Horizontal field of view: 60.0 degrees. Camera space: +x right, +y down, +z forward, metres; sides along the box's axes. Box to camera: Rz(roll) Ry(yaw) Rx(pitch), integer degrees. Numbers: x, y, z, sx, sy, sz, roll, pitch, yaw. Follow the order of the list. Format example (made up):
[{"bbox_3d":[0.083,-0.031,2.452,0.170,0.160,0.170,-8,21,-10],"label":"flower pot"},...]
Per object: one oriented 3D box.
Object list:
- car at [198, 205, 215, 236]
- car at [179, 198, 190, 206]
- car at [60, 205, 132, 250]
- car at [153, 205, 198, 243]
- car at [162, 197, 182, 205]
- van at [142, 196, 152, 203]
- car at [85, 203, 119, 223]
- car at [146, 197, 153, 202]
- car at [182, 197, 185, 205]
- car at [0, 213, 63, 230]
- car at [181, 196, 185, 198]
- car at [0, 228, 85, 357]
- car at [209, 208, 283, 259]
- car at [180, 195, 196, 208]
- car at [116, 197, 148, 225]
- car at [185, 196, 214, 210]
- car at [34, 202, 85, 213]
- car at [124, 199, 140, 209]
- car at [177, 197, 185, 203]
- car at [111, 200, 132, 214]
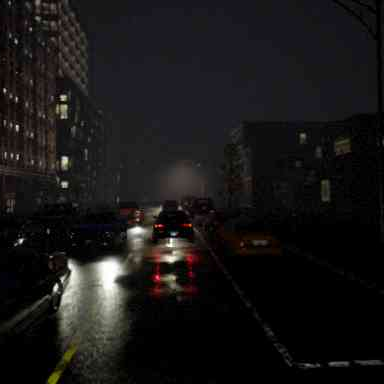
[{"bbox_3d":[1.566,1.607,17.849,1.802,1.307,4.206,-1,0,-4],"label":"car"},{"bbox_3d":[-1.437,1.781,62.042,1.947,1.339,4.313,-1,0,-4],"label":"car"},{"bbox_3d":[-4.046,1.580,14.904,1.882,1.535,5.008,-1,0,-4],"label":"car"},{"bbox_3d":[-0.933,1.585,16.287,1.812,1.442,4.674,-1,0,-4],"label":"car"},{"bbox_3d":[-2.501,1.630,39.025,1.882,1.535,5.008,-1,0,-4],"label":"car"},{"bbox_3d":[-10.926,1.760,78.050,1.690,1.788,3.998,-1,0,-4],"label":"van"},{"bbox_3d":[-7.545,1.740,28.331,1.887,1.381,4.507,-1,0,-4],"label":"car"},{"bbox_3d":[-12.048,2.084,94.621,1.802,1.307,4.206,-1,0,-4],"label":"car"},{"bbox_3d":[0.052,1.643,40.116,1.752,1.417,4.829,-1,0,-4],"label":"car"},{"bbox_3d":[-6.419,1.680,11.758,2.008,1.369,4.403,-1,0,-4],"label":"car"},{"bbox_3d":[-0.314,1.456,45.472,2.192,1.841,5.009,-1,0,-4],"label":"car"},{"bbox_3d":[-3.364,1.612,4.947,2.033,1.411,5.357,-1,0,-4],"label":"car"},{"bbox_3d":[1.929,1.530,12.494,1.752,1.417,4.829,-1,0,-4],"label":"car"},{"bbox_3d":[-0.689,1.481,50.995,2.192,1.841,5.009,-1,0,-4],"label":"car"},{"bbox_3d":[-4.723,1.495,25.094,2.097,1.767,4.553,-1,0,-4],"label":"car"},{"bbox_3d":[0.812,1.385,28.898,2.192,1.841,5.009,-1,0,-4],"label":"car"},{"bbox_3d":[-6.797,1.466,17.283,2.192,1.841,5.009,-1,0,-4],"label":"car"},{"bbox_3d":[-9.046,1.857,50.428,1.947,1.339,4.313,-1,0,-4],"label":"car"},{"bbox_3d":[-2.562,1.875,78.615,1.802,1.307,4.206,-1,0,-4],"label":"car"},{"bbox_3d":[-8.285,1.767,39.210,1.752,1.417,4.829,-1,0,-4],"label":"car"}]
